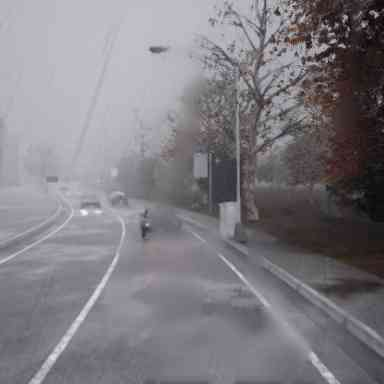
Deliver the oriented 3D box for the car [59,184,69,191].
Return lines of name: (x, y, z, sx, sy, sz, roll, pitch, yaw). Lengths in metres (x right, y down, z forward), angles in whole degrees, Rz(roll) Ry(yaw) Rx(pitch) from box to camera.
car: (-27.413, -1.064, 71.212, 1.882, 1.535, 5.008, 1, 2, -25)

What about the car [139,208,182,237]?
car: (-1.763, 1.457, 17.276, 1.895, 1.301, 4.718, 0, 1, -10)

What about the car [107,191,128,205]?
car: (-8.865, 0.693, 39.433, 1.837, 1.490, 4.892, 1, 2, -23)

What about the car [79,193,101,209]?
car: (-10.317, 0.864, 33.474, 2.033, 1.411, 5.357, 1, 2, -22)
